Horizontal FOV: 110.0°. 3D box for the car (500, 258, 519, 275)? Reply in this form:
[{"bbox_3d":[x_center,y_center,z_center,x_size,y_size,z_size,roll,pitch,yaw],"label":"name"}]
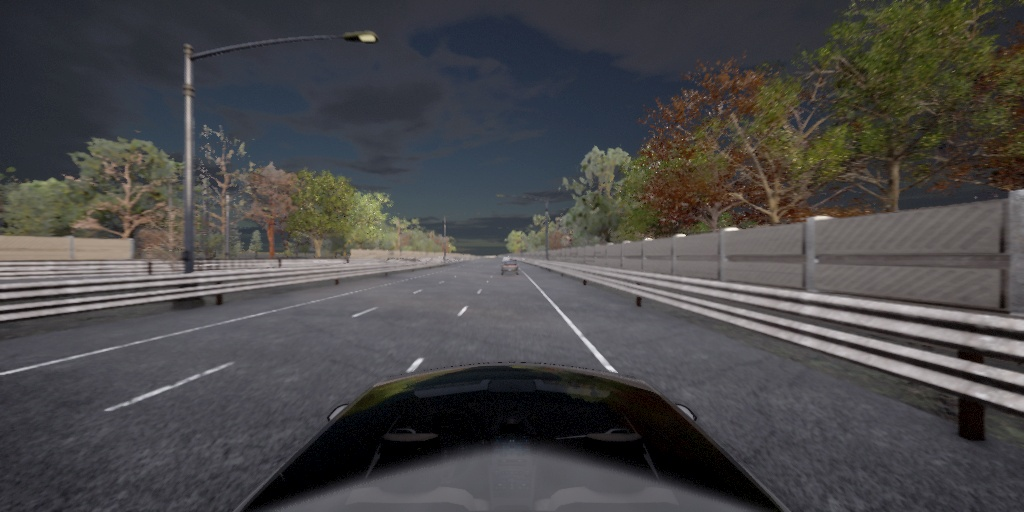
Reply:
[{"bbox_3d":[-0.238,1.233,39.120,2.128,1.511,4.902,0,0,-1],"label":"car"}]
